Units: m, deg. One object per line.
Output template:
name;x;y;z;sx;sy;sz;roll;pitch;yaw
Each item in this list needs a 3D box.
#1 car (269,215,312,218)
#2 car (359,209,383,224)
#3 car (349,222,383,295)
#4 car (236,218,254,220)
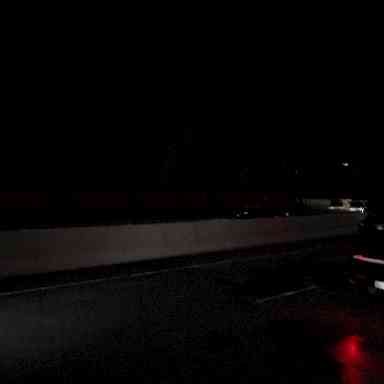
car;8.537;1.796;28.538;4.892;1.490;1.837;1;0;-44
car;9.495;1.557;15.215;4.553;1.767;2.097;1;-1;-39
car;5.612;1.603;7.792;4.902;1.511;2.128;1;-1;-36
car;5.725;1.803;30.686;4.674;1.442;1.812;1;0;-44
